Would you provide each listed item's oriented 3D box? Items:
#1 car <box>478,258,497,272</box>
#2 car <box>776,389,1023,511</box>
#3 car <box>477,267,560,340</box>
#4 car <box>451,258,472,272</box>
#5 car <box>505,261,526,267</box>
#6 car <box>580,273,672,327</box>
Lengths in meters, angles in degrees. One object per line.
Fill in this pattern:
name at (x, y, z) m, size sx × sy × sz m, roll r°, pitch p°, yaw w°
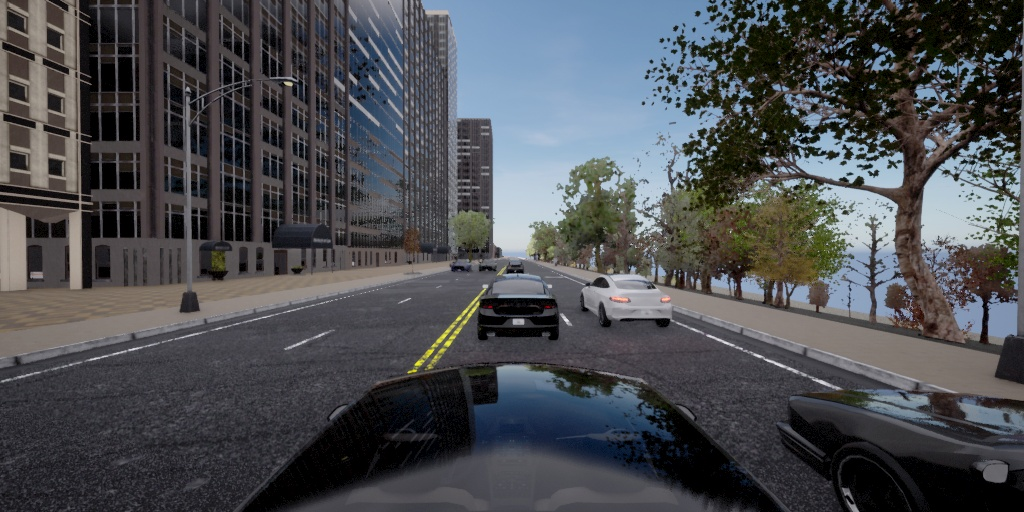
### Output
car at (-2.971, 1.097, 44.802) m, size 2.097 × 1.767 × 4.553 m, roll 0°, pitch 0°, yaw 1°
car at (3.343, 1.297, 0.789) m, size 2.033 × 1.411 × 5.357 m, roll 0°, pitch 0°, yaw 0°
car at (0.155, 1.227, 9.979) m, size 1.882 × 1.535 × 5.008 m, roll 0°, pitch 0°, yaw 0°
car at (-6.227, 1.097, 44.484) m, size 2.097 × 1.767 × 4.553 m, roll 0°, pitch 0°, yaw 1°
car at (0.337, 1.251, 37.324) m, size 1.837 × 1.490 × 4.892 m, roll 0°, pitch 0°, yaw 0°
car at (3.412, 1.274, 11.360) m, size 1.812 × 1.442 × 4.674 m, roll 0°, pitch 0°, yaw 0°
